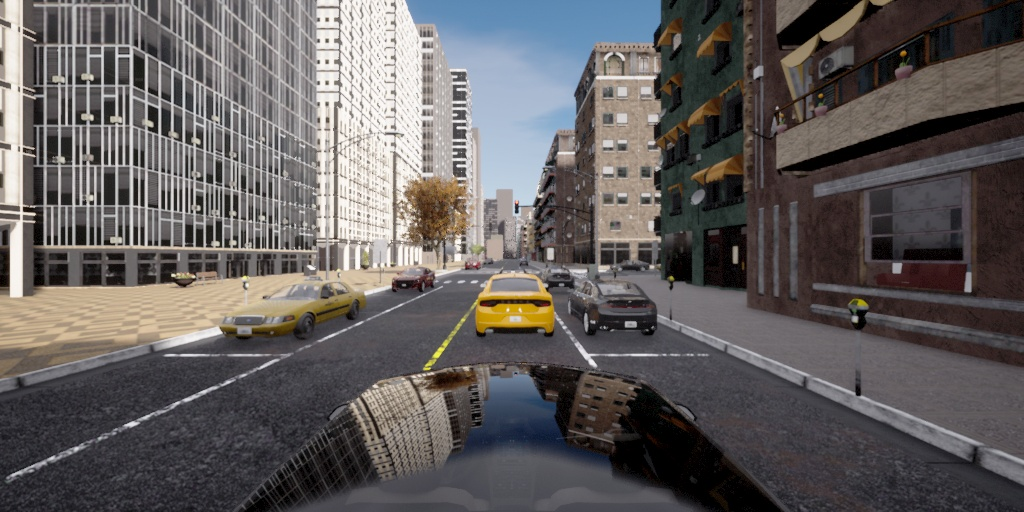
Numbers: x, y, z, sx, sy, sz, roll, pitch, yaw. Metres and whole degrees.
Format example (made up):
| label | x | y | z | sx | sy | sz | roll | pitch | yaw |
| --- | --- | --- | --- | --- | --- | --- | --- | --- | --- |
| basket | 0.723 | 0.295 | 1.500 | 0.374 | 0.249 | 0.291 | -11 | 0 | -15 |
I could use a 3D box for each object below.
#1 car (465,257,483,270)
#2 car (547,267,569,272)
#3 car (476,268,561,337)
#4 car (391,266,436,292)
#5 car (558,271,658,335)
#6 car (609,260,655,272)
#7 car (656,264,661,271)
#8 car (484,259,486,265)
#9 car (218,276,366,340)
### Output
| label | x | y | z | sx | sy | sz | roll | pitch | yaw |
| --- | --- | --- | --- | --- | --- | --- | --- | --- | --- |
| car | -5.819 | 1.116 | 53.679 | 2.192 | 1.841 | 5.009 | 0 | 0 | 0 |
| car | 2.641 | 1.312 | 21.312 | 2.007 | 1.370 | 4.403 | 0 | 0 | 0 |
| car | 0.068 | 1.231 | 10.339 | 1.882 | 1.535 | 5.008 | 0 | 0 | 0 |
| car | -5.739 | 1.306 | 21.292 | 1.888 | 1.381 | 4.507 | 0 | 0 | 0 |
| car | 2.668 | 1.304 | 10.247 | 2.007 | 1.370 | 4.403 | 0 | 0 | 0 |
| car | 13.339 | 1.122 | 40.755 | 4.403 | 1.370 | 2.007 | 0 | 0 | -1 |
| car | 18.736 | 1.020 | 40.823 | 4.829 | 1.417 | 1.751 | 0 | 0 | -1 |
| car | -5.832 | 1.376 | 59.202 | 1.948 | 1.339 | 4.313 | 0 | 0 | 0 |
| car | -5.712 | 1.279 | 10.057 | 1.751 | 1.417 | 4.829 | 0 | 0 | 0 |
